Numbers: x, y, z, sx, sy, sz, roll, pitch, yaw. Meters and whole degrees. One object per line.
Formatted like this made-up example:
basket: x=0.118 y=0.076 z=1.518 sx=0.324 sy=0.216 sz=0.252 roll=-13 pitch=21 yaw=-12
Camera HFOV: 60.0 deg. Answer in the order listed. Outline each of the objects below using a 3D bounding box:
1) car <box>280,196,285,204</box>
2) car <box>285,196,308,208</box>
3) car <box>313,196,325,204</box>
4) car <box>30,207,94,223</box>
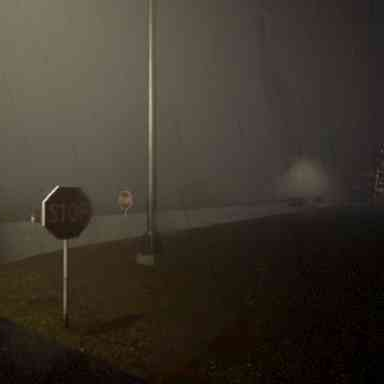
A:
car: x=19.963 y=1.544 z=69.425 sx=2.097 sy=1.767 sz=4.553 roll=0 pitch=0 yaw=34
car: x=16.632 y=1.523 z=51.941 sx=2.097 sy=1.767 sz=4.553 roll=0 pitch=0 yaw=33
car: x=27.408 y=1.566 z=71.606 sx=2.097 sy=1.767 sz=4.553 roll=0 pitch=0 yaw=27
car: x=-9.728 y=1.590 z=25.174 sx=2.128 sy=1.511 sz=4.902 roll=0 pitch=1 yaw=34
